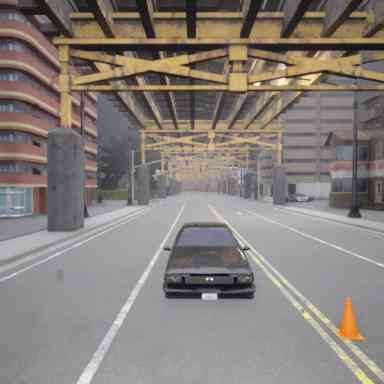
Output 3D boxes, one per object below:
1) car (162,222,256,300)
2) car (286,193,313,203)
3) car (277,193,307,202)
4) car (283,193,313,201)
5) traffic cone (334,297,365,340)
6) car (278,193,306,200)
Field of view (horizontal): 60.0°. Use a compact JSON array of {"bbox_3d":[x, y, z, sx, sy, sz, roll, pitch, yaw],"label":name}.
[{"bbox_3d":[0.357,1.533,8.807,2.033,1.411,5.357,0,0,1],"label":"car"},{"bbox_3d":[17.436,1.007,54.929,4.974,1.542,2.038,0,1,-20],"label":"car"},{"bbox_3d":[17.782,0.959,59.086,4.974,1.542,2.038,0,1,25],"label":"car"},{"bbox_3d":[17.485,0.849,54.945,4.536,1.218,1.853,0,1,-20],"label":"car"},{"bbox_3d":[2.451,1.949,5.201,0.340,0.580,0.340,0,0,0],"label":"traffic cone"},{"bbox_3d":[17.829,0.802,59.063,4.536,1.218,1.853,0,1,25],"label":"car"}]
